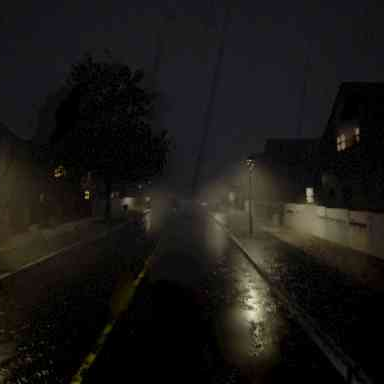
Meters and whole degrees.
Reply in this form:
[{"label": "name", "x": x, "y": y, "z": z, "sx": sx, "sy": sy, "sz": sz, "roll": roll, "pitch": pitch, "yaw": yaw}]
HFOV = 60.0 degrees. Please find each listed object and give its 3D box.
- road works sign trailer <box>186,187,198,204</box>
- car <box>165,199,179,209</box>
[{"label": "road works sign trailer", "x": -0.042, "y": 0.737, "z": 68.847, "sx": 2.380, "sy": 3.560, "sz": 2.880, "roll": 0, "pitch": -1, "yaw": 1}, {"label": "car", "x": -2.841, "y": 1.692, "z": 48.737, "sx": 2.033, "sy": 1.411, "sz": 5.357, "roll": 0, "pitch": 0, "yaw": 0}]
